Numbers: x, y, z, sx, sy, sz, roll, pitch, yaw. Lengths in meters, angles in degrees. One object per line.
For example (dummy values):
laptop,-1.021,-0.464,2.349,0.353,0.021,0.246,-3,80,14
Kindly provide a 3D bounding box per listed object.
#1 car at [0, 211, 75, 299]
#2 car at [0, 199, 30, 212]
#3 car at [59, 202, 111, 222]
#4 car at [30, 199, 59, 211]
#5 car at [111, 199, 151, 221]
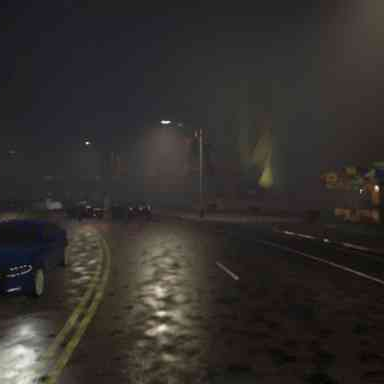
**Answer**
car,-4.466,1.482,8.539,1.882,1.535,5.008,0,0,-11
car,-20.548,1.544,36.970,4.674,1.442,1.812,0,0,31
car,-8.668,1.508,26.603,2.128,1.511,4.902,0,0,-36
car,-17.095,1.547,38.934,4.674,1.442,1.812,0,0,34
car,-5.221,1.368,27.742,2.097,1.767,4.553,0,0,-35
